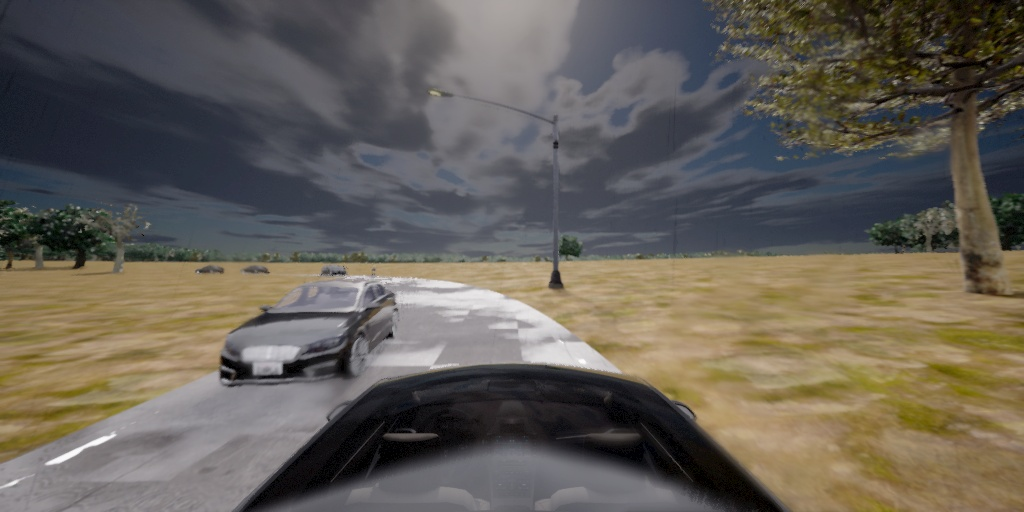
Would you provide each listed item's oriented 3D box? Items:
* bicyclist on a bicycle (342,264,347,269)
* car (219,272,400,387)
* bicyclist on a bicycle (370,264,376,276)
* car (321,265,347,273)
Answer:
[{"bbox_3d":[-24.990,2.065,53.270,1.656,1.620,0.582,-2,-3,37],"label":"bicyclist on a bicycle"},{"bbox_3d":[-3.573,1.254,7.263,2.128,1.511,4.902,0,0,-7],"label":"car"},{"bbox_3d":[-18.291,1.880,47.383,1.509,1.612,0.866,-3,-3,44],"label":"bicyclist on a bicycle"},{"bbox_3d":[-23.149,1.896,46.504,4.892,1.490,1.837,-2,-3,42],"label":"car"}]
